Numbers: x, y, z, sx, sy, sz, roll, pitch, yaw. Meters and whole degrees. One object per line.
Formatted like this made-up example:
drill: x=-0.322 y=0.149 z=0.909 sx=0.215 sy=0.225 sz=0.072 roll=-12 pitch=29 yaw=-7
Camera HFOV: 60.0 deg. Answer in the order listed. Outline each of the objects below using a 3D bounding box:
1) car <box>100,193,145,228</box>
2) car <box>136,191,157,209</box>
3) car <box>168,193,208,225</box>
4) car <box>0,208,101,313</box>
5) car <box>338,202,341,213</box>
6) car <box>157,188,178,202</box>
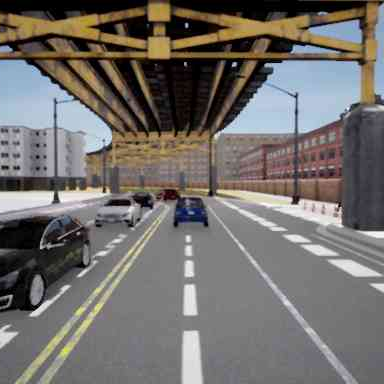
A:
car: x=-3.847 y=0.993 z=17.949 sx=1.812 sy=1.442 sz=4.674 roll=0 pitch=1 yaw=-1
car: x=-4.286 y=0.719 z=28.546 sx=1.994 sy=1.385 sz=4.181 roll=0 pitch=2 yaw=-5
car: x=-0.080 y=0.994 z=18.644 sx=2.033 sy=1.411 sz=5.357 roll=0 pitch=2 yaw=-1
car: x=-3.668 y=1.284 z=7.344 sx=1.837 sy=1.490 sz=4.892 roll=0 pitch=2 yaw=-1
car: x=12.070 y=0.663 z=21.227 sx=4.536 sy=1.218 sz=1.853 roll=1 pitch=2 yaw=29
car: x=-3.040 y=0.320 z=39.153 sx=1.882 sy=1.535 sz=5.008 roll=0 pitch=2 yaw=-23
